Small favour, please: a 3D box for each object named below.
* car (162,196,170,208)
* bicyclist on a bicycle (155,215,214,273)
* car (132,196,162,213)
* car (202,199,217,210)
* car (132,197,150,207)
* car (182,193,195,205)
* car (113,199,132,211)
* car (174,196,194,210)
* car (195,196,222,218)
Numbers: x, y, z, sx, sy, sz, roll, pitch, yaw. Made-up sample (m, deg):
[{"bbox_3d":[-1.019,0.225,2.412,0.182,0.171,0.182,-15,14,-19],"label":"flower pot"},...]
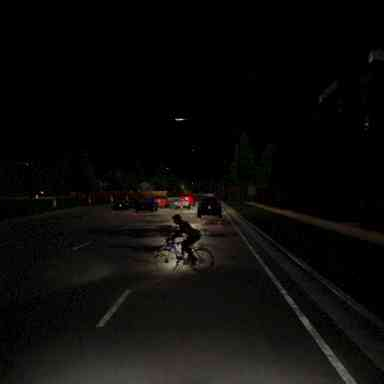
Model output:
[{"bbox_3d":[-4.489,1.351,48.860,2.097,1.767,4.553,0,0,4],"label":"car"},{"bbox_3d":[-0.239,1.450,9.235,1.656,1.620,0.582,-2,0,3],"label":"bicyclist on a bicycle"},{"bbox_3d":[-5.049,1.477,37.695,1.882,1.535,5.008,0,0,4],"label":"car"},{"bbox_3d":[2.291,1.600,43.671,1.895,1.301,4.718,0,0,3],"label":"car"},{"bbox_3d":[-7.824,1.525,51.126,1.812,1.442,4.674,0,0,3],"label":"car"},{"bbox_3d":[-0.671,1.221,54.010,2.150,2.045,5.566,0,0,3],"label":"car"},{"bbox_3d":[-8.343,1.563,41.224,1.994,1.385,4.181,0,0,3],"label":"car"},{"bbox_3d":[-1.189,1.600,43.986,1.895,1.301,4.718,0,0,3],"label":"car"},{"bbox_3d":[1.605,1.351,30.407,2.097,1.767,4.553,0,0,3],"label":"car"}]
